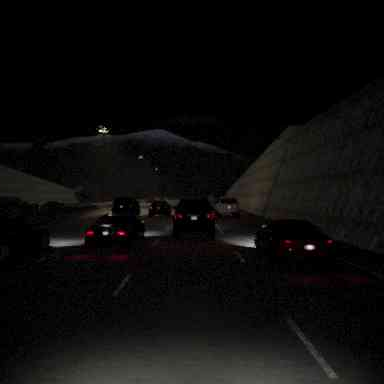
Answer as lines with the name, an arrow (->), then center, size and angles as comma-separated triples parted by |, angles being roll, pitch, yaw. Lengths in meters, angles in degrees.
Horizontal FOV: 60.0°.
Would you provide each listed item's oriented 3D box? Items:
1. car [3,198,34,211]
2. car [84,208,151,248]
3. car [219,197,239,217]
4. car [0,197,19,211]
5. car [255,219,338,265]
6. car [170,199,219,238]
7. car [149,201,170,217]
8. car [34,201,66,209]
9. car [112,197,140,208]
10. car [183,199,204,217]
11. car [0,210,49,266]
car -> -21.048, 1.901, 41.800 | 2.128, 1.511, 4.902 | 0, -1, 0
car -> -3.394, 1.701, 15.555 | 2.033, 1.411, 5.357 | 0, -1, 0
car -> 3.630, 1.565, 35.134 | 2.150, 2.045, 5.566 | 0, -1, 0
car -> -24.539, 1.652, 43.592 | 2.150, 2.045, 5.566 | 0, -1, 0
car -> 3.603, 1.684, 12.169 | 1.994, 1.385, 4.181 | 0, -1, 0
car -> 0.109, 1.408, 18.987 | 2.150, 2.045, 5.566 | 0, -1, 0
car -> -3.370, 1.701, 35.707 | 2.097, 1.767, 4.553 | 0, -1, 0
car -> -17.550, 1.917, 41.973 | 1.837, 1.490, 4.892 | 0, -1, 0
car -> -6.870, 1.565, 35.045 | 2.150, 2.045, 5.566 | 0, -1, 0
car -> 0.131, 1.701, 35.713 | 2.097, 1.767, 4.553 | 0, -1, 0
car -> -6.897, 1.624, 12.037 | 1.837, 1.490, 4.892 | 0, -1, 0
